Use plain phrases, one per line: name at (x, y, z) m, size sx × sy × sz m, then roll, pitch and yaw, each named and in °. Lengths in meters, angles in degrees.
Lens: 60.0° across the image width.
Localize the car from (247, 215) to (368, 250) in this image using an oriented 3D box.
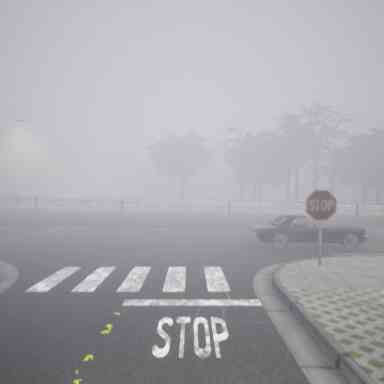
car at (4.879, 1.674, 14.317) m, size 4.718 × 1.301 × 1.895 m, roll 1°, pitch 1°, yaw -3°
